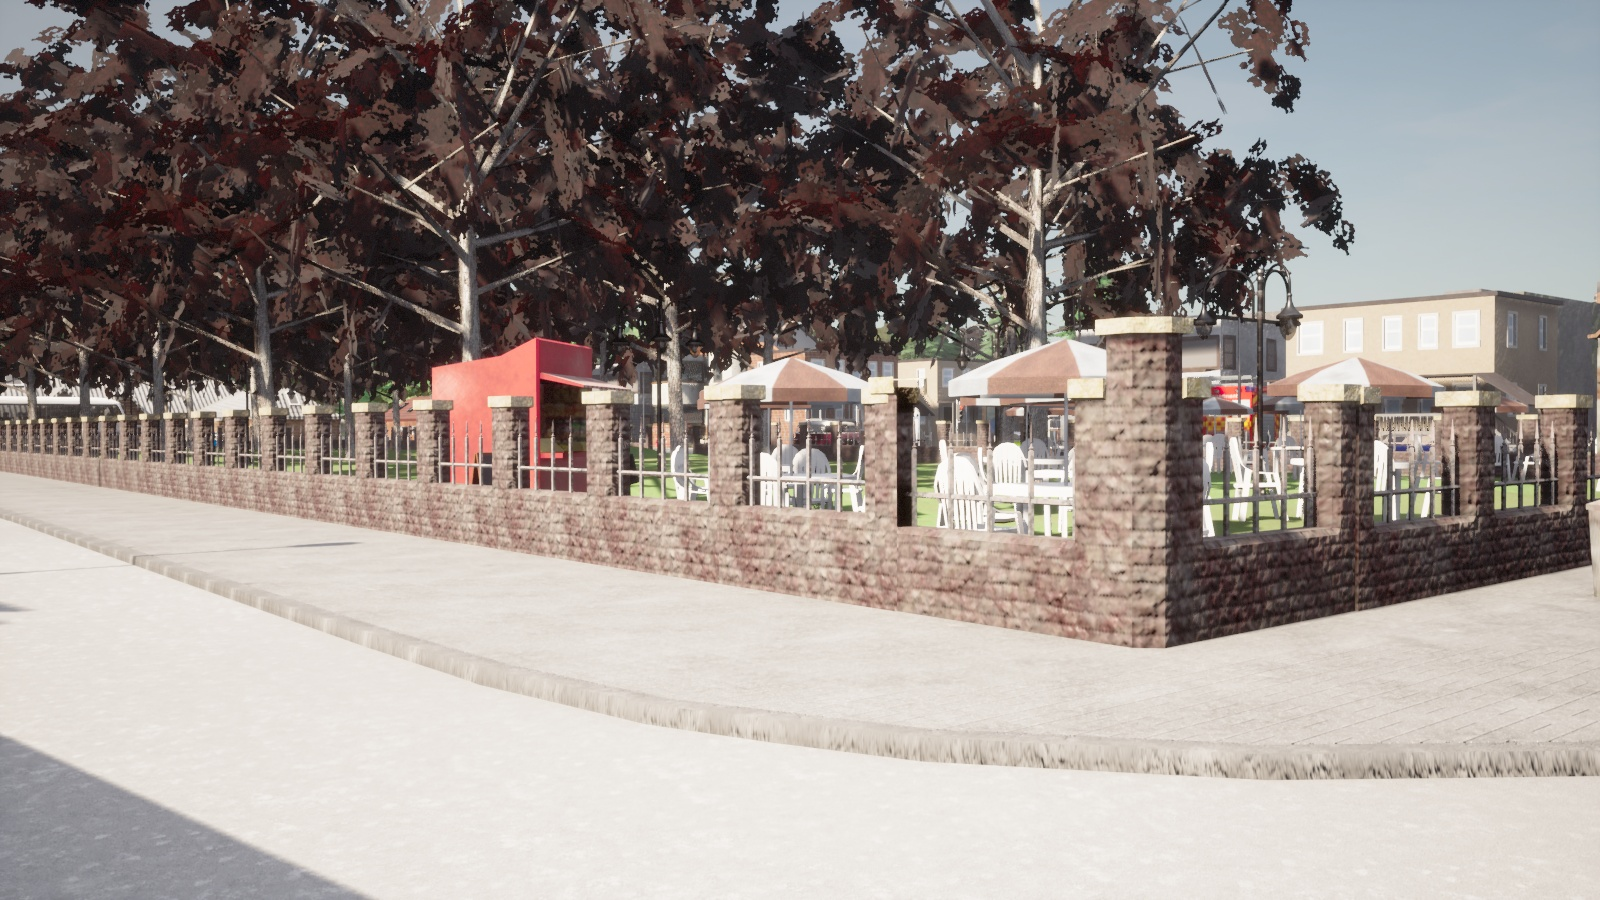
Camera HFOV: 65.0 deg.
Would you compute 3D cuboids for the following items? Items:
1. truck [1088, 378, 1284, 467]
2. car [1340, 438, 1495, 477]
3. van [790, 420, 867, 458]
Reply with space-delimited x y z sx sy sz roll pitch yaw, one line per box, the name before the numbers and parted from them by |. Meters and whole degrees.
truck | 17.672 -1.254 58.078 2.891 3.827 8.468 -1 1 -40
car | 22.524 0.232 45.947 1.895 1.301 4.718 -1 1 -40
van | 1.594 -0.645 71.322 2.069 2.038 4.480 -1 1 -36
